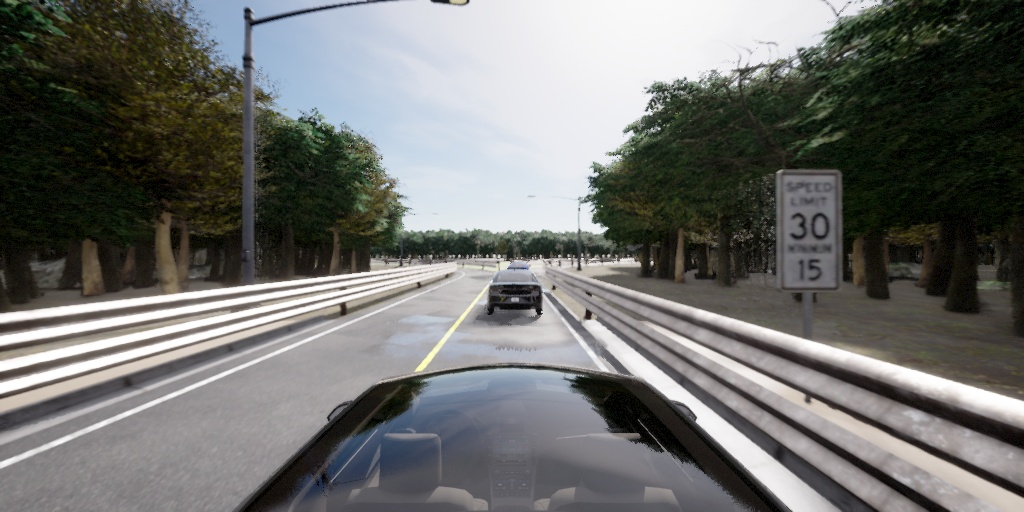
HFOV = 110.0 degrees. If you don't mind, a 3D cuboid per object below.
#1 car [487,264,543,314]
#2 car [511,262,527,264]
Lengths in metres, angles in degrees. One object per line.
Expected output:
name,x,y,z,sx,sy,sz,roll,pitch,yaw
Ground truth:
car,0.100,1.248,13.935,1.882,1.535,5.008,0,0,0
car,0.658,1.276,32.104,1.882,1.535,5.008,0,0,5
